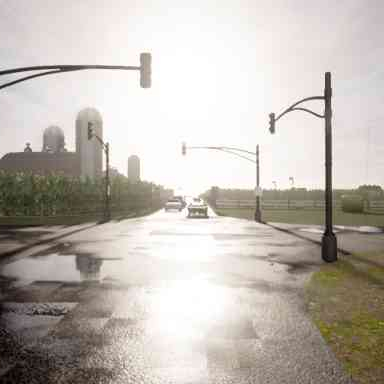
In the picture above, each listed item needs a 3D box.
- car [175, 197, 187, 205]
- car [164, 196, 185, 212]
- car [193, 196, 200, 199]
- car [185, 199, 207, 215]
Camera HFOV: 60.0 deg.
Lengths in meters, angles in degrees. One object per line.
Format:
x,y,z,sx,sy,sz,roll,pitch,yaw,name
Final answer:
-1.951,1.620,60.102,2.033,1.411,5.357,0,0,1,car
-2.197,1.564,40.094,1.812,1.442,4.674,0,0,1,car
1.093,1.723,80.184,1.895,1.301,4.718,0,0,1,car
0.589,1.631,33.571,1.895,1.301,4.718,0,0,3,car
